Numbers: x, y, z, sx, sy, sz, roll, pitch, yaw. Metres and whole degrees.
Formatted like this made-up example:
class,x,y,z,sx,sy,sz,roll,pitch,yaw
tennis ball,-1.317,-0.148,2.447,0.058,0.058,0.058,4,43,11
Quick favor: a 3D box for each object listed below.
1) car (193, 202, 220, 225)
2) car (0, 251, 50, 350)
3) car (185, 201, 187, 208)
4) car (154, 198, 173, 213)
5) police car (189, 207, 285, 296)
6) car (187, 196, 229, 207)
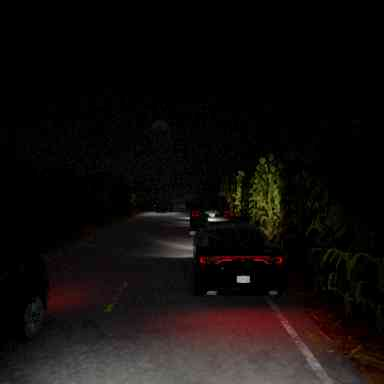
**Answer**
class,x,y,z,sx,sy,sz,roll,pitch,yaw
car,0.965,1.526,24.688,1.812,1.442,4.674,0,0,0
car,-3.300,1.491,3.658,2.128,1.511,4.902,0,0,0
car,0.025,1.547,46.780,2.033,1.411,5.357,0,0,1
car,-3.192,1.477,37.644,1.882,1.535,5.008,0,0,0
police car,0.961,1.425,8.798,1.930,1.638,5.238,0,0,0
car,0.964,1.221,18.718,2.150,2.045,5.566,0,0,0
